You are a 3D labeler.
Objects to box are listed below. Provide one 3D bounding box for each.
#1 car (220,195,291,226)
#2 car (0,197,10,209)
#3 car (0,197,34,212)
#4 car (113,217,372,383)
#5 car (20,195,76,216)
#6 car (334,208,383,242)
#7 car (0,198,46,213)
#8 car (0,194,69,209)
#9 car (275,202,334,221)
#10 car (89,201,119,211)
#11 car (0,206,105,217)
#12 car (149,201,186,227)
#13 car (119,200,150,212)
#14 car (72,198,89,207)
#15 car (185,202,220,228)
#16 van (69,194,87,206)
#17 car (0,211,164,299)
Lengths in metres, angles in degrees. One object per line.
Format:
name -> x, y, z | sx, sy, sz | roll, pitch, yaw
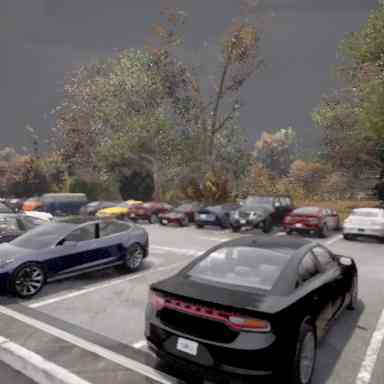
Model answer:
car -> 4.238, 1.182, 19.478 | 2.435, 2.045, 5.566 | 0, 0, 35
car -> -25.233, 1.386, 40.503 | 2.097, 1.535, 5.008 | 0, 0, 36
car -> -20.695, 1.368, 37.276 | 2.097, 1.535, 5.008 | 0, 0, 36
car -> 1.379, 1.458, 5.489 | 2.097, 1.535, 5.008 | 0, 0, 35
car -> -13.915, 1.243, 32.393 | 2.185, 1.767, 4.553 | 0, 0, 35
car -> 8.691, 1.498, 16.343 | 2.002, 1.452, 4.674 | 0, 0, 35
car -> -18.429, 1.406, 35.654 | 2.002, 1.452, 4.674 | 0, 0, 36
car -> -7.738, 1.163, 12.015 | 2.435, 2.045, 5.566 | 0, 0, 35
car -> 6.521, 1.445, 17.882 | 2.097, 1.535, 5.008 | 0, 0, 35
car -> -4.932, 1.396, 25.807 | 1.946, 1.575, 5.366 | 0, 0, 35
car -> -5.470, 1.423, 10.361 | 2.231, 1.521, 4.892 | 0, 0, 35
car -> -0.302, 1.445, 22.705 | 2.163, 1.488, 4.792 | 0, 0, 35
car -> -2.557, 1.407, 24.338 | 2.097, 1.535, 5.008 | 0, 0, 35
car -> -7.095, 1.430, 27.571 | 2.002, 1.452, 4.674 | 0, 0, 35
car -> 2.002, 1.453, 21.138 | 2.163, 1.488, 4.792 | 0, 0, 35
van -> -11.565, 1.148, 30.899 | 1.878, 1.987, 4.442 | 0, 0, 35
car -> -3.205, 1.462, 8.720 | 2.163, 1.488, 4.792 | 0, 0, 35
